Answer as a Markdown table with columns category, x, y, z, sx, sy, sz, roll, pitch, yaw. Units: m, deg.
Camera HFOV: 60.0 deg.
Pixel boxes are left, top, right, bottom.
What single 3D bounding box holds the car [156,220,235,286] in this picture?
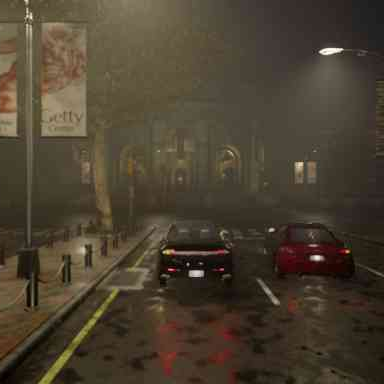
| category | x | y | z | sx | sy | sz | roll | pitch | yaw |
| --- | --- | --- | --- | --- | --- | --- | --- | --- | --- |
| car | 0.075 | 1.540 | 9.548 | 2.128 | 1.511 | 4.902 | 0 | 0 | 0 |

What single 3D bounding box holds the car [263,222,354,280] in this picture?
| category | x | y | z | sx | sy | sz | roll | pitch | yaw |
| --- | --- | --- | --- | --- | --- | --- | --- | --- | --- |
| car | 3.374 | 1.615 | 10.229 | 1.994 | 1.385 | 4.181 | 0 | 0 | 8 |
